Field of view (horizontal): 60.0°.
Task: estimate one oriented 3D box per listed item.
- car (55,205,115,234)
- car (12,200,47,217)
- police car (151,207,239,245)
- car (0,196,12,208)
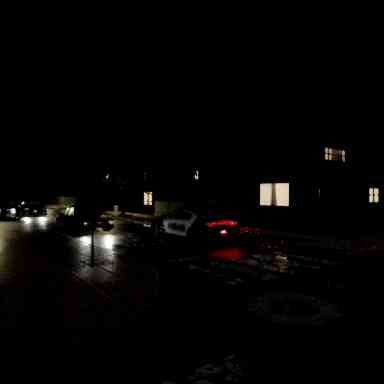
[{"bbox_3d":[-6.281,1.480,19.034,2.033,1.411,5.357,1,0,-37],"label":"car"},{"bbox_3d":[-14.455,1.451,29.796,1.994,1.385,4.181,1,0,-37],"label":"car"},{"bbox_3d":[-0.140,1.501,15.664,2.038,1.542,4.974,1,0,-37],"label":"police car"},{"bbox_3d":[-24.163,1.354,42.714,1.837,1.490,4.892,1,-1,-37],"label":"car"}]
